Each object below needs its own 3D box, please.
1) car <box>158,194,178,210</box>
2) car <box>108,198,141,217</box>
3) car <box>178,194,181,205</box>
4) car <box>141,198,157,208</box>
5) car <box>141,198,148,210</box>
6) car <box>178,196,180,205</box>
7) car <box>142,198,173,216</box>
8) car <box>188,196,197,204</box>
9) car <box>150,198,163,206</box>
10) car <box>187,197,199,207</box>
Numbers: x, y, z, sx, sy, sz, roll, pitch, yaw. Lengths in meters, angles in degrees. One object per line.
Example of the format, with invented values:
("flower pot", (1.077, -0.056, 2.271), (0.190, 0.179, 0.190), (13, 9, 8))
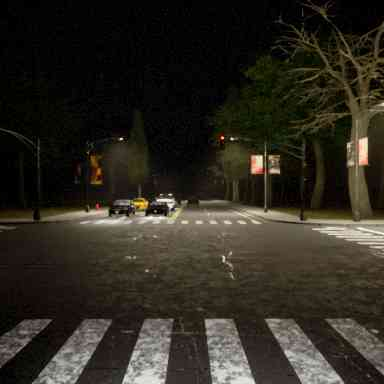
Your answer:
("car", (-3.291, 1.266, 41.561), (2.150, 2.045, 5.566), (0, 0, 0))
("car", (-6.555, 1.509, 31.564), (2.128, 1.511, 4.902), (0, 0, 0))
("car", (-3.221, 1.404, 62.425), (2.150, 2.045, 5.566), (0, 0, 1))
("car", (-6.534, 1.660, 51.110), (1.994, 1.385, 4.181), (0, 0, -1))
("car", (-6.541, 1.520, 41.064), (1.882, 1.535, 5.008), (0, 0, 0))
("car", (-3.280, 1.702, 51.812), (1.895, 1.301, 4.718), (0, 0, 0))
("car", (-3.295, 1.583, 32.204), (1.994, 1.385, 4.181), (0, 0, 1))
("car", (0.135, 1.739, 72.650), (1.882, 1.535, 5.008), (0, 0, 0))
("car", (-6.484, 1.773, 61.168), (1.895, 1.301, 4.718), (0, 0, 0))
("car", (0.163, 1.607, 53.874), (2.128, 1.511, 4.902), (0, 0, 0))
